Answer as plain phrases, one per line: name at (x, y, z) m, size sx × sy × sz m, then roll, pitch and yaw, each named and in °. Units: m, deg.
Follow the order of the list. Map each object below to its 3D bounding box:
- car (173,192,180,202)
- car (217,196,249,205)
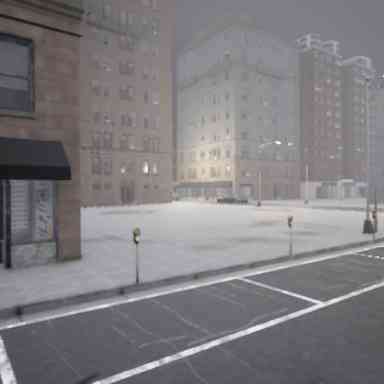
car at (-4.465, 0.695, 60.067) m, size 2.150 × 2.045 × 5.566 m, roll -1°, pitch 1°, yaw -36°
car at (5.607, 1.157, 45.857) m, size 1.895 × 1.301 × 4.718 m, roll -1°, pitch 1°, yaw -36°
